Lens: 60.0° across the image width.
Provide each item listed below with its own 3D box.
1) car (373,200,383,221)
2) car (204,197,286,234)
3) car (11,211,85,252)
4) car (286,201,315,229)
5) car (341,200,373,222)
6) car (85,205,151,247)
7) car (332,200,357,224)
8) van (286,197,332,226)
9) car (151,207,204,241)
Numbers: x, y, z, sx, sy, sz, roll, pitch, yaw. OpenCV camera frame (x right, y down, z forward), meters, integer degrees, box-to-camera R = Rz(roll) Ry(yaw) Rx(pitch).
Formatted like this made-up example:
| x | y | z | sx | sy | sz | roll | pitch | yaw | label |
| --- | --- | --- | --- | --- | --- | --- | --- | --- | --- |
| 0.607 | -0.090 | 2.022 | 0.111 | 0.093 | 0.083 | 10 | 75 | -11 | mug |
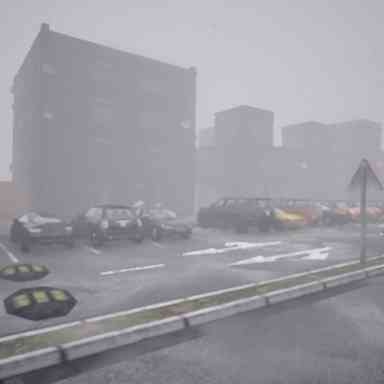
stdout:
| x | y | z | sx | sy | sz | roll | pitch | yaw | label |
| --- | --- | --- | --- | --- | --- | --- | --- | --- | --- |
| 13.821 | 1.506 | 28.465 | 2.185 | 1.767 | 4.553 | 0 | 0 | -36 | car |
| 2.606 | 1.306 | 20.449 | 2.435 | 2.045 | 5.566 | 0 | 0 | -36 | car |
| -6.355 | 1.532 | 14.009 | 2.002 | 1.452 | 4.674 | 1 | 0 | -36 | car |
| 4.973 | 1.569 | 21.877 | 1.946 | 1.575 | 5.366 | 0 | 0 | -36 | car |
| 11.578 | 1.489 | 26.863 | 2.185 | 1.767 | 4.553 | 0 | 0 | -36 | car |
| -4.093 | 1.387 | 15.589 | 2.185 | 1.767 | 4.553 | 1 | 0 | -36 | car |
| 9.349 | 1.600 | 25.239 | 2.097 | 1.535 | 5.008 | 0 | 0 | -36 | car |
| 7.178 | 1.360 | 23.537 | 1.878 | 1.987 | 4.442 | 0 | 0 | -36 | van |
| -1.869 | 1.531 | 17.225 | 2.231 | 1.521 | 4.892 | 1 | 0 | -36 | car |
